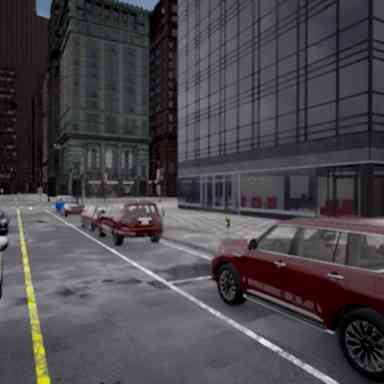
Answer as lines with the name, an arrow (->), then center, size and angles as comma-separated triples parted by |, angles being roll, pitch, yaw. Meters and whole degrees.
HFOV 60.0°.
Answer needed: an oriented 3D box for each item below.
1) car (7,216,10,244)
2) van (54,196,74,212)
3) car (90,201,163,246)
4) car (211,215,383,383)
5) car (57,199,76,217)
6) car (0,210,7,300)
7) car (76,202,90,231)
car -> -10.344, 1.597, 16.904 | 1.895, 1.301, 4.718 | 0, 0, -28
van -> -13.626, 1.322, 35.552 | 1.690, 1.788, 3.998 | 0, 0, -28
car -> -3.023, 1.316, 15.598 | 2.192, 1.841, 5.009 | 0, 0, -28
car -> 2.278, 1.318, 5.622 | 2.192, 1.841, 5.009 | 0, 0, -28
car -> -10.975, 1.570, 30.564 | 1.802, 1.307, 4.206 | 0, 0, -28
car -> -4.176, 1.221, 5.089 | 2.150, 2.045, 5.566 | 0, 0, -28
car -> -5.673, 1.438, 20.587 | 1.967, 1.590, 4.097 | 0, 0, -28
